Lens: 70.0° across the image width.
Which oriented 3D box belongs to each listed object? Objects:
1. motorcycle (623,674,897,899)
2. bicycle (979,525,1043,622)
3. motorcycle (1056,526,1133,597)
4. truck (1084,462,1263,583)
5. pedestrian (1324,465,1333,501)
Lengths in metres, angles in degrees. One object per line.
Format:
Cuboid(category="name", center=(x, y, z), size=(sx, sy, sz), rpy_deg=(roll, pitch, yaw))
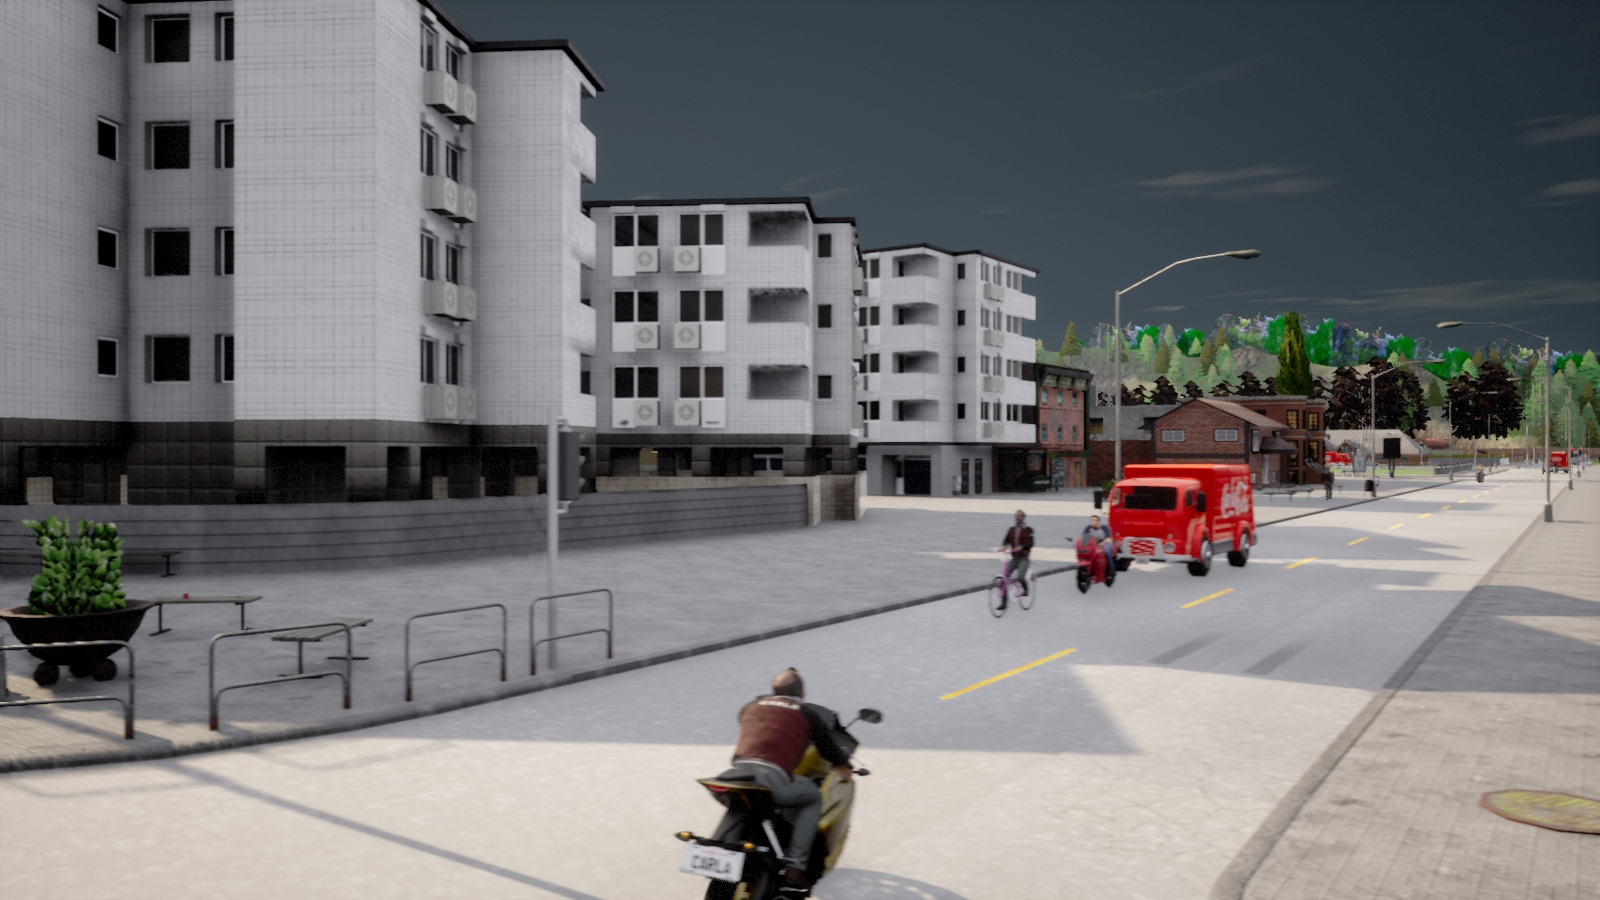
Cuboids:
Cuboid(category="motorcycle", center=(-0.141, 2.205, 6.760), size=(0.867, 1.251, 2.209), rpy_deg=(3, 1, 19))
Cuboid(category="bicycle", center=(3.602, 2.061, 19.424), size=(0.329, 1.471, 1.835), rpy_deg=(0, 0, 35))
Cuboid(category="motorcycle", center=(5.862, 2.187, 22.663), size=(0.803, 1.199, 2.033), rpy_deg=(0, 0, 35))
Cuboid(category="truck", center=(8.947, 1.566, 27.046), size=(2.627, 2.467, 5.204), rpy_deg=(0, 0, 35))
Cuboid(category="pedestrian", center=(28.074, 1.746, 60.711), size=(0.375, 1.860, 0.375), rpy_deg=(0, 0, 38))
